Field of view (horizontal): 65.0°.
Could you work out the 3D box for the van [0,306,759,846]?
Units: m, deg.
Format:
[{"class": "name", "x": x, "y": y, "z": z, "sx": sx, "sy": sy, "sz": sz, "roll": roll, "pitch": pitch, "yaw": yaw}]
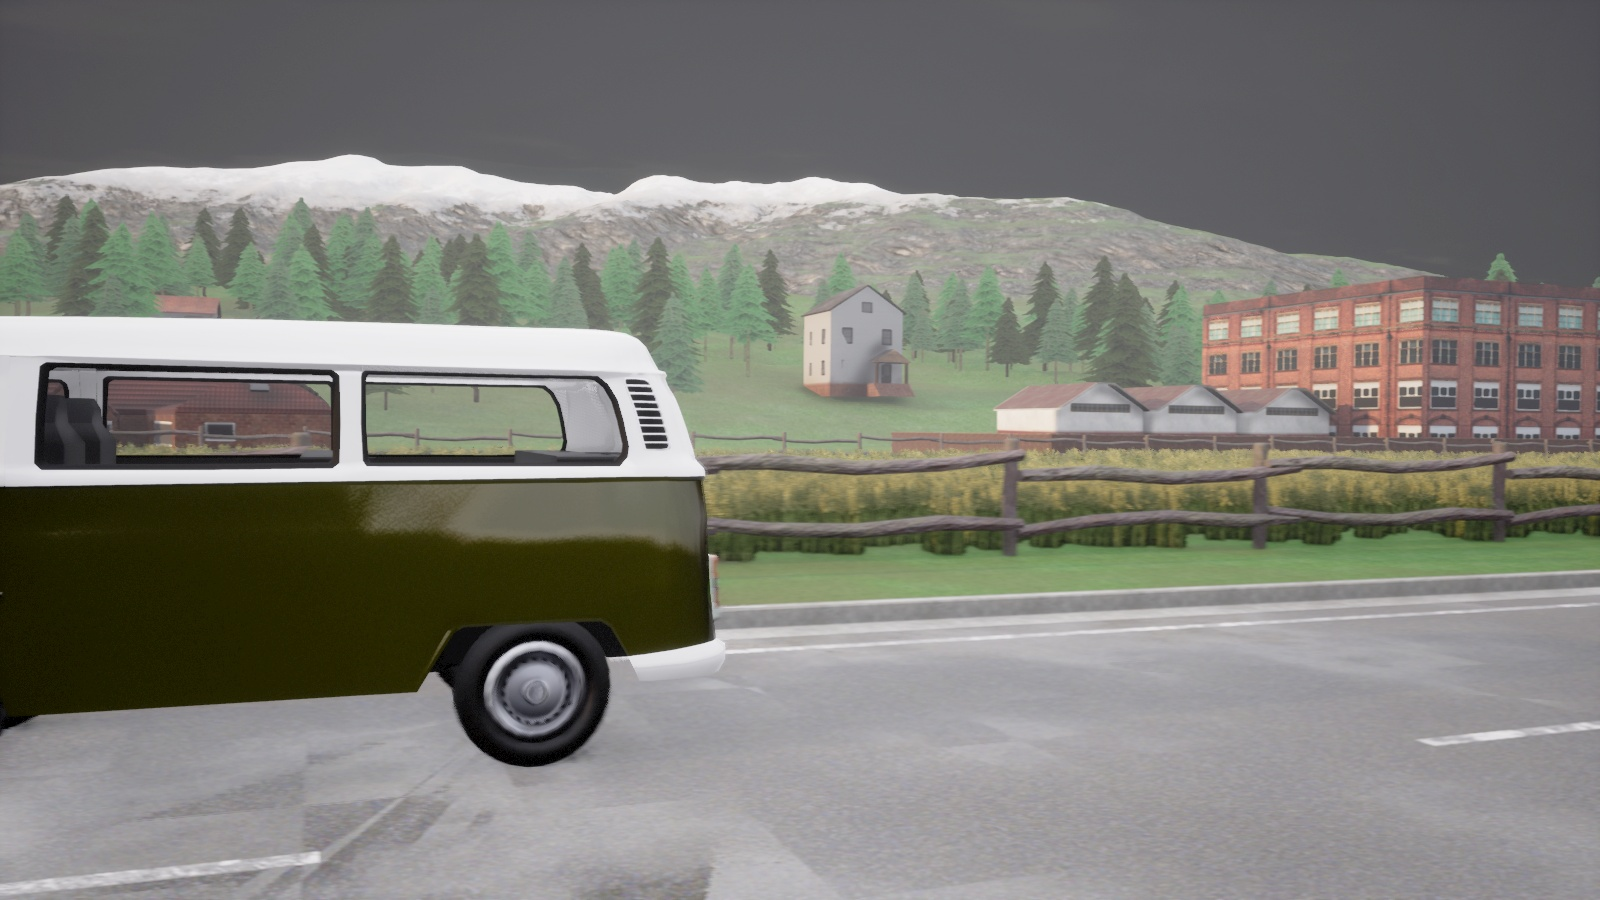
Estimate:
[{"class": "van", "x": -2.661, "y": 0.453, "z": 5.969, "sx": 4.480, "sy": 2.038, "sz": 2.069, "roll": -1, "pitch": 1, "yaw": -21}]
